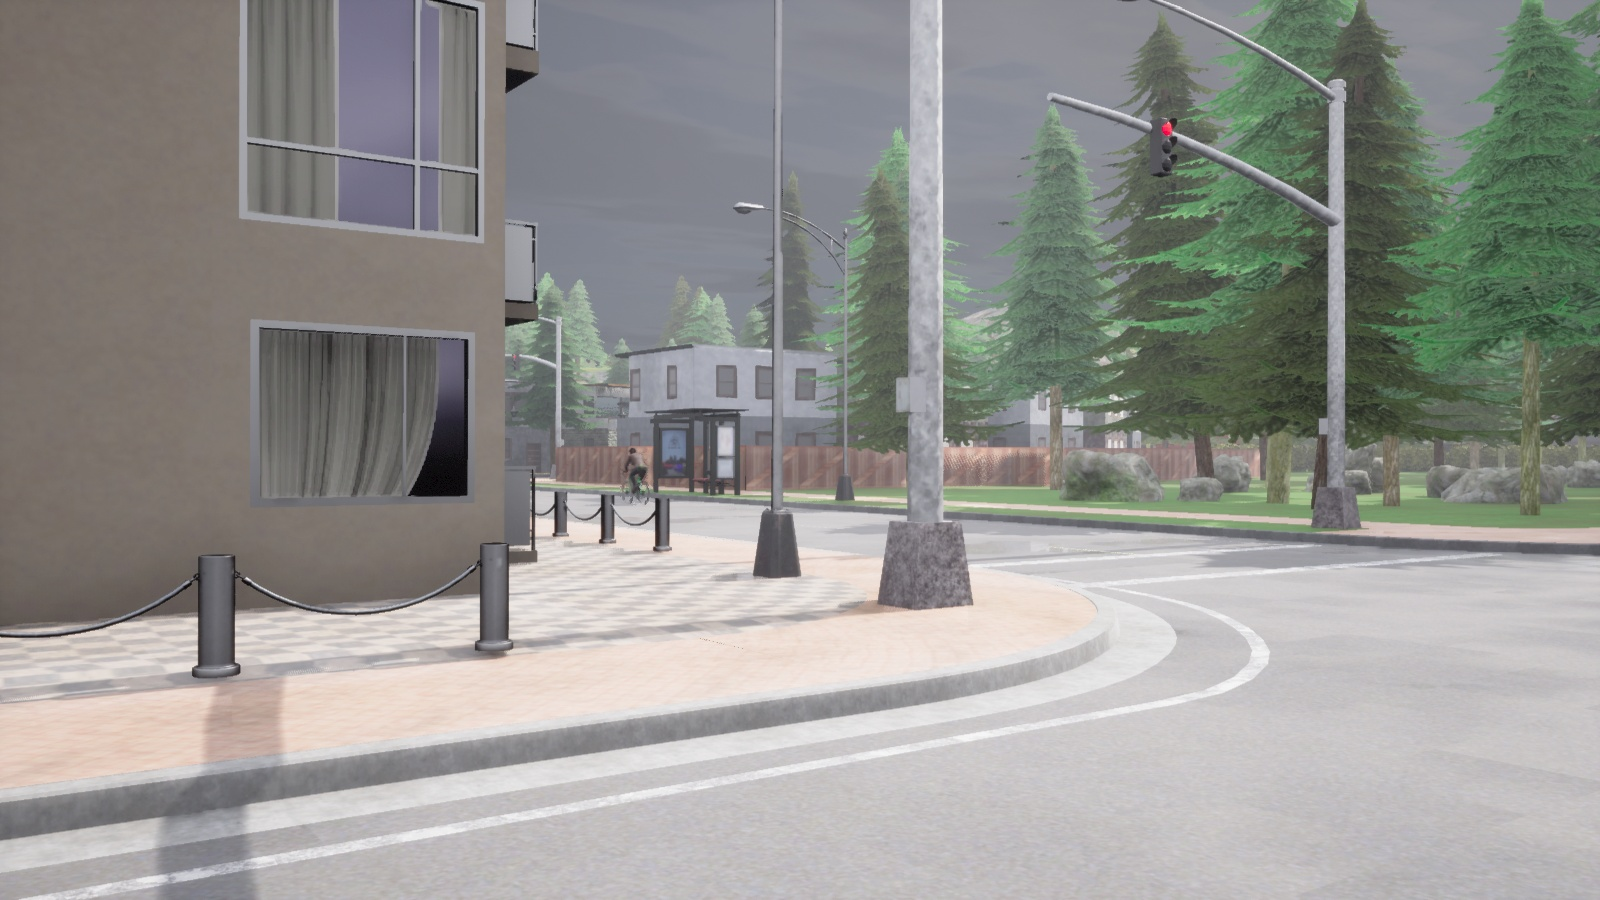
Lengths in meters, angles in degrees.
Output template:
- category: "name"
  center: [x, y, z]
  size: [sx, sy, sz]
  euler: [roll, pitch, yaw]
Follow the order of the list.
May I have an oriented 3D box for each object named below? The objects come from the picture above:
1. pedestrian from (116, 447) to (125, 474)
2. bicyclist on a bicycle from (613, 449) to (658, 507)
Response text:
- category: "pedestrian"
  center: [-45.392, 0.692, 83.873]
  size: [0.431, 1.840, 0.703]
  euler: [0, 0, -37]
- category: "bicyclist on a bicycle"
  center: [-4.693, 0.780, 35.685]
  size: [0.582, 1.620, 1.656]
  euler: [0, 0, -34]
